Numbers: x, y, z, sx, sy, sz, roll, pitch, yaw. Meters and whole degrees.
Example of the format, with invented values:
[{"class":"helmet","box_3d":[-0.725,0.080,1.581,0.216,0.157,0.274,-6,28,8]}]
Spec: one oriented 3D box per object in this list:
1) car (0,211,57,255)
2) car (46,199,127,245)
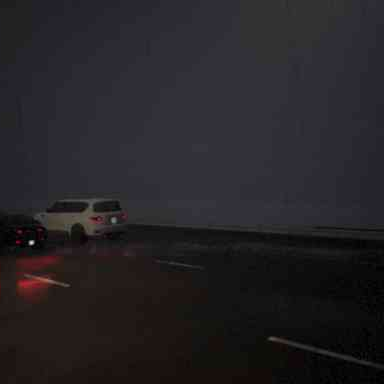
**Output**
[{"class":"car","box_3d":[-7.973,1.648,13.870,4.892,1.490,1.837,0,0,36]},{"class":"car","box_3d":[-5.701,1.354,16.543,5.566,2.045,2.150,-1,0,36]}]
